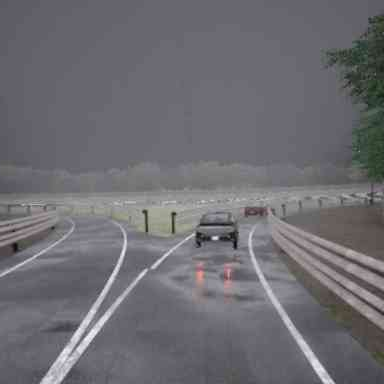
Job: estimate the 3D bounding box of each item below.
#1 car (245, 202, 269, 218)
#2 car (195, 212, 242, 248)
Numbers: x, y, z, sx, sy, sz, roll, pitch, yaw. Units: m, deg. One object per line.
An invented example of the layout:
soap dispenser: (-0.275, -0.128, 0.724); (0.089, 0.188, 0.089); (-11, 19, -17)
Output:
car: (6.949, 1.834, 35.140); (1.882, 1.535, 5.008); (-1, -1, 23)
car: (1.320, 1.694, 15.946); (2.128, 1.511, 4.902); (-1, -1, 9)
